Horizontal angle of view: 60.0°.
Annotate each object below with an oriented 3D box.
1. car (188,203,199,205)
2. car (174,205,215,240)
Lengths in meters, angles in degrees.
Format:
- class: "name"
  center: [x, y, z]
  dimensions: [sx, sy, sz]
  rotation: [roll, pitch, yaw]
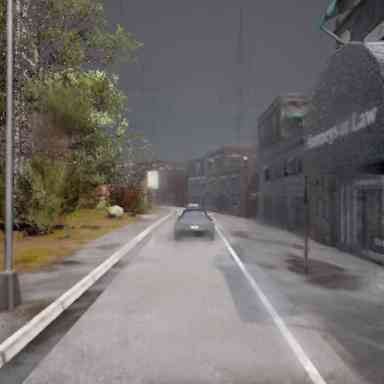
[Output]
- class: "car"
  center: [0.157, 1.987, 38.146]
  dimensions: [1.812, 1.442, 4.674]
  rotation: [0, -2, 0]
- class: "car"
  center: [0.125, 1.579, 17.147]
  dimensions: [1.994, 1.385, 4.181]
  rotation: [0, 0, 0]
